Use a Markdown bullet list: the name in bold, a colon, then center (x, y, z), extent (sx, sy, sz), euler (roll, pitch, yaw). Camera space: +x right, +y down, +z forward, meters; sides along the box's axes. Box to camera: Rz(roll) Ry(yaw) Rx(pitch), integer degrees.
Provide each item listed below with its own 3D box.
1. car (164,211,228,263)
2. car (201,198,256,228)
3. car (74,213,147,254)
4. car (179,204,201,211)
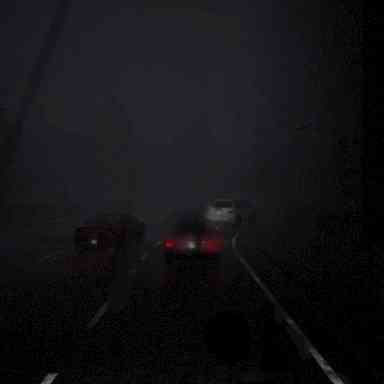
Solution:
- **car**: center (0.071, 1.677, 12.526), extent (2.033, 1.411, 5.357), euler (0, -1, 2)
- **car**: center (3.052, 1.480, 24.742), extent (2.150, 2.045, 5.566), euler (0, 0, 28)
- **car**: center (-3.267, 1.624, 14.236), extent (1.882, 1.535, 5.008), euler (0, 0, 5)
- **car**: center (0.783, 1.762, 27.644), extent (1.882, 1.535, 5.008), euler (-1, -1, 31)
